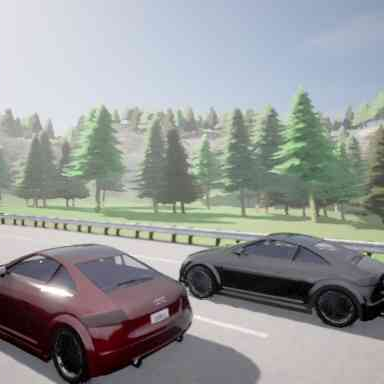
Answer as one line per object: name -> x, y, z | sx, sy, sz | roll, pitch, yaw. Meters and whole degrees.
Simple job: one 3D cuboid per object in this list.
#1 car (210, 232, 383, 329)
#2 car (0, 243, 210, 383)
car -> 1.760, 1.564, 7.036 | 4.181, 1.385, 1.994 | 0, 0, 35
car -> -2.048, 1.564, 5.451 | 4.181, 1.385, 1.994 | 0, 0, 35
